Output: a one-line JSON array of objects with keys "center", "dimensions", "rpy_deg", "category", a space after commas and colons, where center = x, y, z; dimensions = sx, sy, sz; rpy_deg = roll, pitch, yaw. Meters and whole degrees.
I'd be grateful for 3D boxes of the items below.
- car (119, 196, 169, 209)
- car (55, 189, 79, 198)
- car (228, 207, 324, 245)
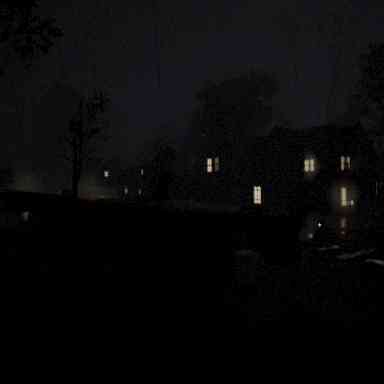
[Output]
[{"center": [-3.678, 0.992, 24.347], "dimensions": [2.033, 1.411, 5.357], "rpy_deg": [-1, 2, -36], "category": "car"}, {"center": [-15.254, 0.424, 40.497], "dimensions": [2.128, 1.511, 4.902], "rpy_deg": [-1, 2, -35], "category": "car"}, {"center": [3.303, 1.364, 14.764], "dimensions": [1.895, 1.301, 4.718], "rpy_deg": [-1, 2, -38], "category": "car"}]
